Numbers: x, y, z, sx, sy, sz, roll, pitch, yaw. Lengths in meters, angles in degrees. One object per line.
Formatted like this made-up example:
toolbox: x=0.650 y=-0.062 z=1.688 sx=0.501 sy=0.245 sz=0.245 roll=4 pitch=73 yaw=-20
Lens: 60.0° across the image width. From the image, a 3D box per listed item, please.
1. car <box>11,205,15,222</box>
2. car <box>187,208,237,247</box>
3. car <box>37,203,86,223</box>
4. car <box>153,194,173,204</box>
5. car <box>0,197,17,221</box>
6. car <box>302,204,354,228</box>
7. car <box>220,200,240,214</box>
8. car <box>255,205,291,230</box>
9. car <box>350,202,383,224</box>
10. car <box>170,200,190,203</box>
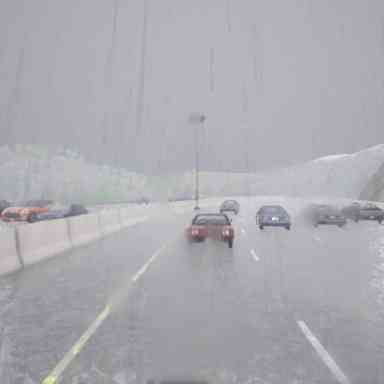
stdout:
car: x=-12.149 y=1.337 z=25.225 sx=2.097 sy=1.767 sz=4.553 roll=0 pitch=0 yaw=8
car: x=0.913 y=1.609 z=15.174 sx=1.895 sy=1.301 sz=4.718 roll=0 pitch=0 yaw=5
car: x=-8.889 y=1.517 z=23.332 sx=1.812 sy=1.442 sz=4.674 roll=0 pitch=0 yaw=8
car: x=-5.672 y=1.369 z=65.208 sx=2.097 sy=1.767 sz=4.553 roll=0 pitch=0 yaw=20
car: x=-15.691 y=1.329 z=25.138 sx=2.097 sy=1.767 sz=4.553 roll=0 pitch=0 yaw=8
car: x=8.816 y=1.576 z=22.545 sx=2.033 sy=1.411 sz=5.357 roll=0 pitch=0 yaw=8
car: x=4.180 y=1.572 z=36.184 sx=2.033 sy=1.411 sz=5.357 roll=0 pitch=0 yaw=12
car: x=5.130 y=1.568 z=21.408 sx=2.033 sy=1.411 sz=5.357 roll=0 pitch=0 yaw=8
car: x=12.821 y=1.530 z=25.354 sx=2.128 sy=1.511 sz=4.902 roll=0 pitch=0 yaw=9
car: x=-1.861 y=1.244 z=65.376 sx=2.150 sy=2.045 sz=5.566 roll=0 pitch=0 yaw=21
